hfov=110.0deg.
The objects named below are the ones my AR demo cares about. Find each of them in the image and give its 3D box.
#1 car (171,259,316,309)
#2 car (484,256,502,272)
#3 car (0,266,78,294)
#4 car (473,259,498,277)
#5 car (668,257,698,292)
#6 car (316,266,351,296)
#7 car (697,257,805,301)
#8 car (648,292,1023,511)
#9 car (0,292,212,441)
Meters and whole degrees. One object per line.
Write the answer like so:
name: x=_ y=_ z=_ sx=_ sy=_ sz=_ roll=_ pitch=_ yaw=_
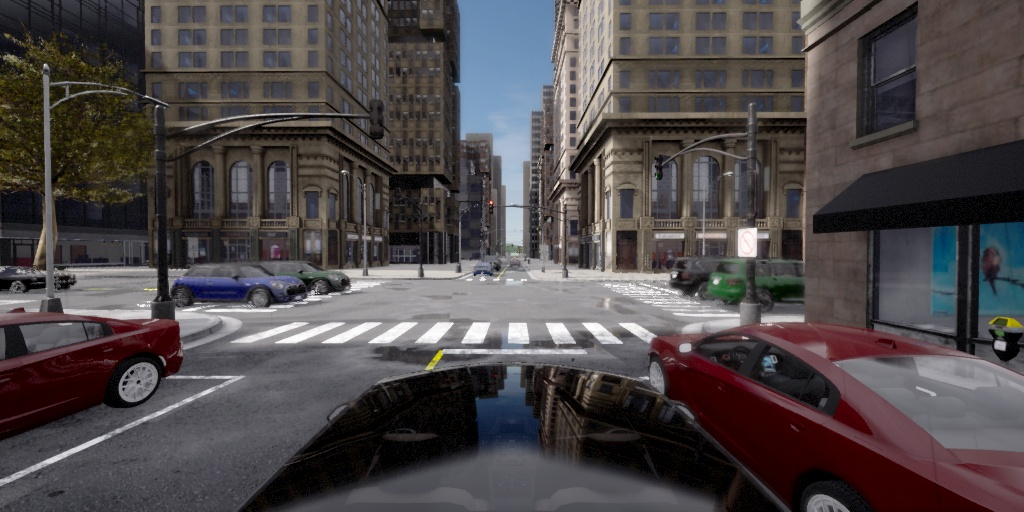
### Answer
car: x=-10.925 y=1.092 z=14.596 sx=4.553 sy=1.767 sz=2.097 roll=0 pitch=1 yaw=0
car: x=-2.714 y=0.961 z=46.406 sx=2.150 sy=2.045 sz=5.566 roll=0 pitch=0 yaw=1
car: x=-25.051 y=1.178 z=17.974 sx=4.718 sy=1.301 sz=1.895 roll=0 pitch=1 yaw=1
car: x=-2.809 y=1.289 z=36.220 sx=2.033 sy=1.411 sz=5.357 roll=0 pitch=0 yaw=0
car: x=10.682 y=1.098 z=17.663 sx=5.566 sy=2.045 sz=2.150 roll=0 pitch=1 yaw=1
car: x=-10.725 y=1.040 z=18.230 sx=4.553 sy=1.767 sz=2.097 roll=0 pitch=1 yaw=-5
car: x=10.902 y=1.151 z=14.421 sx=5.566 sy=2.045 sz=2.150 roll=0 pitch=1 yaw=1
car: x=2.770 y=1.294 z=3.371 sx=1.888 sy=1.381 sz=4.507 roll=0 pitch=0 yaw=0
car: x=-5.755 y=1.294 z=3.438 sx=1.888 sy=1.381 sz=4.507 roll=0 pitch=0 yaw=0
